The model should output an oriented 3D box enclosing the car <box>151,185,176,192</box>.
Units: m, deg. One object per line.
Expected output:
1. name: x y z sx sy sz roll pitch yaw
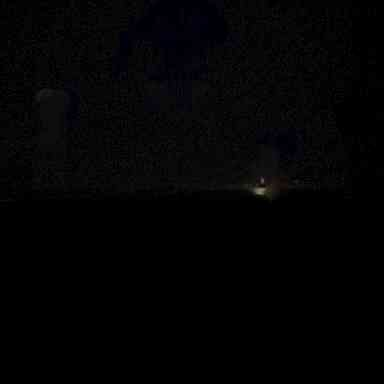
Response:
1. car: -5.139 -0.685 61.841 2.033 1.411 5.357 0 2 36
